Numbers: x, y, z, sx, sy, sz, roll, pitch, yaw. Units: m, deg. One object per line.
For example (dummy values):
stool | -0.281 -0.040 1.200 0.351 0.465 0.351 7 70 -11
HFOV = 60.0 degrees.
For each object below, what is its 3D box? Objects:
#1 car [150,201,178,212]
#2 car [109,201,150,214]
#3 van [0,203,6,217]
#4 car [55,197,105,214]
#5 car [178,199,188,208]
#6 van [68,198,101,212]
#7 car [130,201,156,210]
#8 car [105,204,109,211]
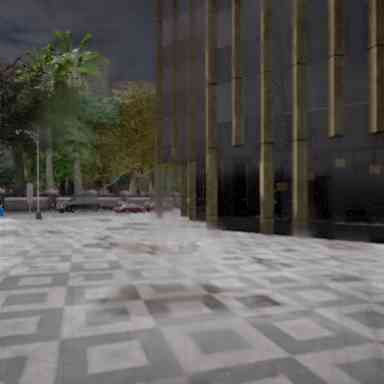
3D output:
car | -4.200 1.940 44.292 1.967 1.590 4.097 -1 -2 36
car | -7.423 1.991 39.804 1.802 1.307 4.206 -1 -2 36
van | -17.095 1.476 26.354 1.690 1.788 3.998 -1 -2 36
car | -13.902 1.596 40.806 2.150 2.045 5.566 0 -1 36
car | -1.402 2.081 58.035 2.097 1.767 4.553 0 -1 36
van | -14.353 1.773 44.776 1.690 1.788 3.998 -1 -2 36
car | -7.904 2.195 53.740 1.802 1.307 4.206 -1 -2 36
car | -11.128 2.067 49.256 1.887 1.381 4.507 -1 -2 36
